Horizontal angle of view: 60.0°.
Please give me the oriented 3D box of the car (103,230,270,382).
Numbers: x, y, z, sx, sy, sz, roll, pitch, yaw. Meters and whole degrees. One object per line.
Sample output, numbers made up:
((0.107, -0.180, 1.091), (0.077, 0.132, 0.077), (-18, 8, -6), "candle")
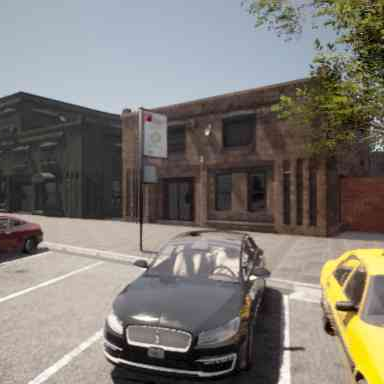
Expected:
((0.270, 1.485, 5.903), (2.231, 1.521, 4.892), (1, -1, 16), "car")

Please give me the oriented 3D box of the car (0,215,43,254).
((-7.052, 1.519, 11.137), (2.002, 1.452, 4.674), (1, -1, 16), "car")

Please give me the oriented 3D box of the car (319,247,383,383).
((2.659, 1.481, 3.975), (1.946, 1.575, 5.366), (1, -1, 16), "car")
